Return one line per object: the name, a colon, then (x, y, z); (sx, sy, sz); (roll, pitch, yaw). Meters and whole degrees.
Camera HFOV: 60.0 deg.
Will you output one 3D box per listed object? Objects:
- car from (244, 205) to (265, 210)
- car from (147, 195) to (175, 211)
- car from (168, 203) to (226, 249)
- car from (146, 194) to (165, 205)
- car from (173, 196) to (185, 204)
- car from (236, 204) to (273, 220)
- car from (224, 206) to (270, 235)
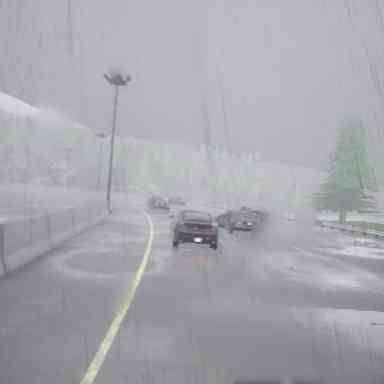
car: (5.050, 2.017, 29.297); (1.837, 1.490, 4.892); (5, -1, -11)
car: (-3.926, 1.414, 38.770); (2.033, 1.411, 5.357); (5, 0, -16)
car: (0.015, 1.573, 15.275); (1.837, 1.490, 4.892); (5, 0, -6)
car: (-6.337, 1.263, 56.877); (1.837, 1.490, 4.892); (5, -1, -21)
car: (-2.741, 1.528, 57.199); (2.128, 1.511, 4.902); (5, 0, -21)
car: (7.023, 2.254, 38.317); (2.033, 1.411, 5.357); (5, 0, -14)
car: (2.895, 1.863, 21.506); (2.033, 1.411, 5.357); (4, 0, -9)
